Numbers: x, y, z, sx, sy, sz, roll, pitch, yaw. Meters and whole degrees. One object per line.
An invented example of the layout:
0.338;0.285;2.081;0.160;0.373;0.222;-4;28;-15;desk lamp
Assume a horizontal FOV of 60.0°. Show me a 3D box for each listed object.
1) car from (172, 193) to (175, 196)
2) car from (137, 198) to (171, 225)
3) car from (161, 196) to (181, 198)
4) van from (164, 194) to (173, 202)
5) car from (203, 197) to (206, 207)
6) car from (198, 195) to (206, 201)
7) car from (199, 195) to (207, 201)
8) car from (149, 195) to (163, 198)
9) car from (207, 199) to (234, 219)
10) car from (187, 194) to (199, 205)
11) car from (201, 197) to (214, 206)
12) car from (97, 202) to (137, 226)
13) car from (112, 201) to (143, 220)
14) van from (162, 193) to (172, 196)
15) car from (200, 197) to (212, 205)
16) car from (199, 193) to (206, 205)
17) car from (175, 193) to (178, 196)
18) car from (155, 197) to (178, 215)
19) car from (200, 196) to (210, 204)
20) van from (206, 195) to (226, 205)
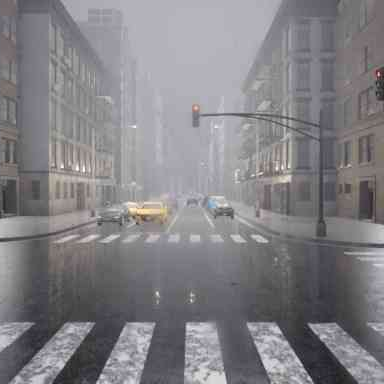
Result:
-5.467;1.310;72.053;2.192;1.841;5.009;0;0;0;car
-2.864;1.475;24.312;1.882;1.535;5.008;0;0;0;car
-2.856;1.560;44.202;1.994;1.385;4.181;0;0;0;car
-5.474;1.336;77.460;1.690;1.788;3.998;0;0;0;van
2.624;1.578;39.621;1.802;1.307;4.206;0;0;0;car
2.616;1.560;88.277;1.947;1.339;4.313;0;0;0;car
2.617;1.539;82.871;1.887;1.381;4.507;0;0;0;car
-5.430;1.436;45.023;1.967;1.590;4.097;0;0;0;car
2.626;1.548;28.809;2.008;1.369;4.403;0;0;0;car
0.073;1.501;56.970;1.837;1.490;4.892;0;0;0;car
2.621;1.562;55.840;1.947;1.339;4.313;0;0;0;car
-5.401;1.549;23.398;2.008;1.369;4.403;0;0;0;car
-5.408;1.523;28.634;1.752;1.417;4.829;0;0;0;car
-5.460;1.337;66.647;1.690;1.788;3.998;0;0;0;van
2.621;1.546;61.246;2.008;1.369;4.403;0;0;0;car
2.623;1.311;50.434;2.192;1.841;5.009;0;0;0;car
-5.489;1.545;88.273;2.008;1.369;4.403;0;0;0;car
-2.859;1.544;34.191;2.033;1.411;5.357;0;0;0;car
2.620;1.521;66.821;1.752;1.417;4.829;0;0;0;car
2.625;1.338;34.215;1.690;1.788;3.998;0;0;0;van
